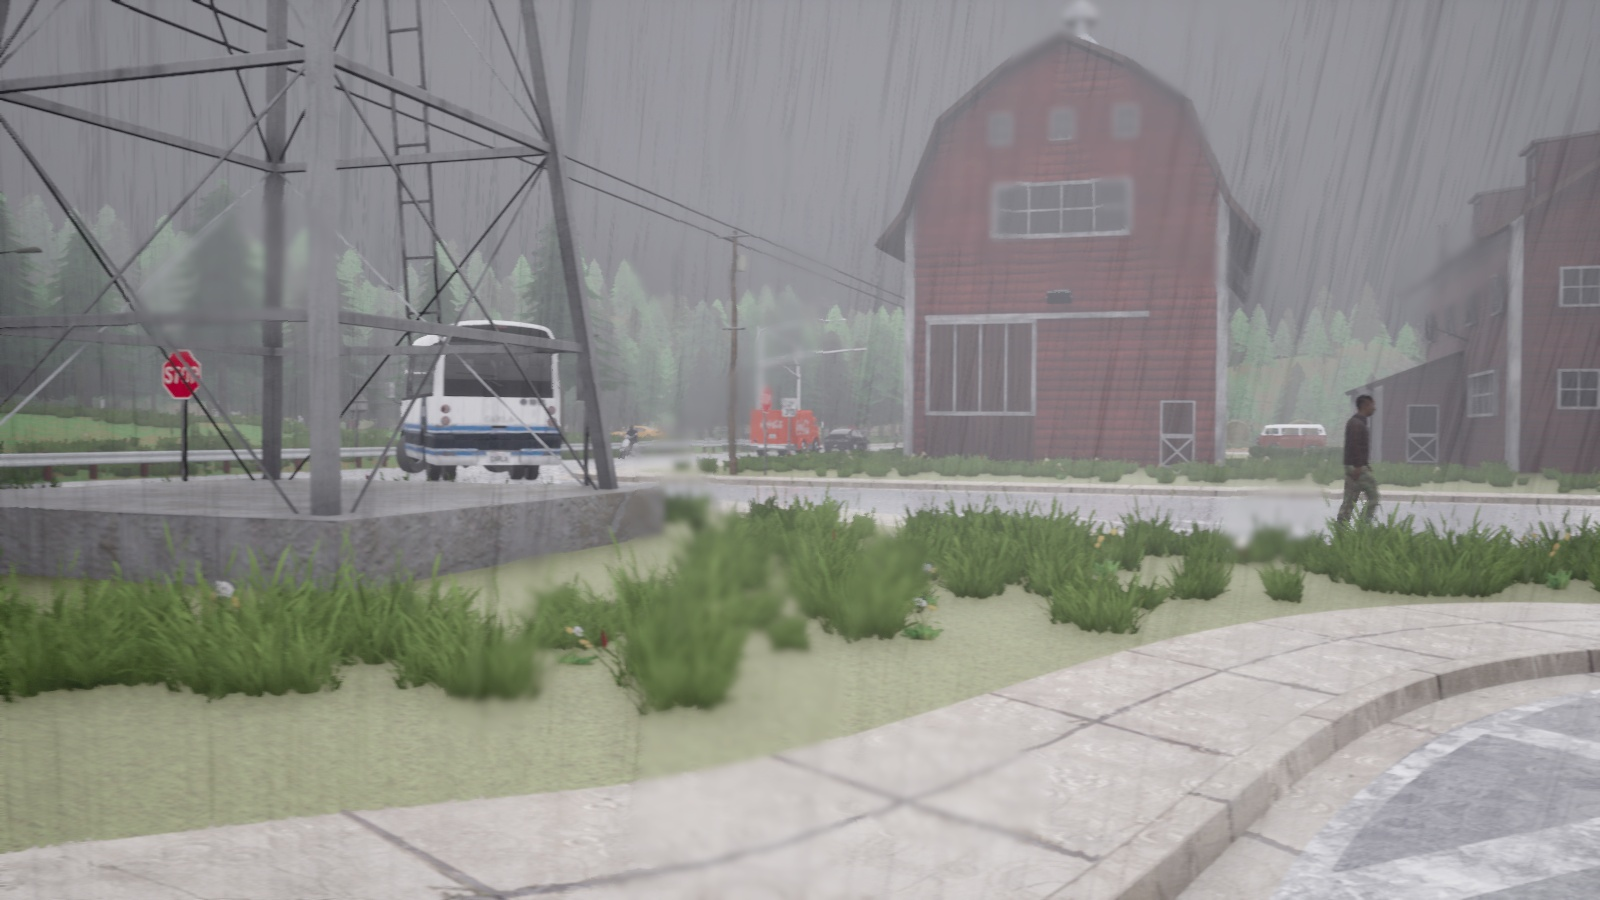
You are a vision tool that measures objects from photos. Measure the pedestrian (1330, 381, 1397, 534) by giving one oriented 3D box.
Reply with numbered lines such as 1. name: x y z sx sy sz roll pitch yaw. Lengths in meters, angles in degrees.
1. pedestrian: 6.881 0.089 15.348 0.703 1.840 0.431 0 1 19

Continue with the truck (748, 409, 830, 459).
1. truck: -0.515 -0.863 65.812 2.627 2.467 5.204 0 2 19

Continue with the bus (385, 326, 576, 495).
1. bus: -9.747 -1.129 37.116 3.944 4.253 10.273 -1 2 -23

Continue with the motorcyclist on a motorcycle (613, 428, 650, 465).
1. motorcyclist on a motorcycle: -7.537 -0.172 56.244 0.866 1.590 1.817 0 1 19

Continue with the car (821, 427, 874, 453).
1. car: 2.923 -0.602 75.709 1.837 1.490 4.892 0 1 19

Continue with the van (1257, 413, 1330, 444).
1. van: 33.339 -1.457 85.007 4.480 2.038 2.069 0 1 18
